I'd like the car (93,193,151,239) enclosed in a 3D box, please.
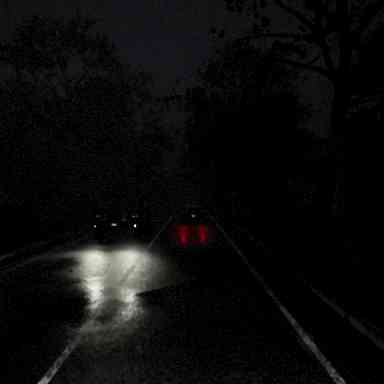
[{"bbox_3d":[-3.506,1.104,17.721,2.150,2.045,5.566,0,0,0],"label":"car"}]

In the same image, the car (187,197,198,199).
[{"bbox_3d":[0.088,1.384,42.377,2.097,1.767,4.553,0,-1,0],"label":"car"}]

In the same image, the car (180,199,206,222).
[{"bbox_3d":[0.090,1.481,25.441,1.812,1.442,4.674,0,0,0],"label":"car"}]
